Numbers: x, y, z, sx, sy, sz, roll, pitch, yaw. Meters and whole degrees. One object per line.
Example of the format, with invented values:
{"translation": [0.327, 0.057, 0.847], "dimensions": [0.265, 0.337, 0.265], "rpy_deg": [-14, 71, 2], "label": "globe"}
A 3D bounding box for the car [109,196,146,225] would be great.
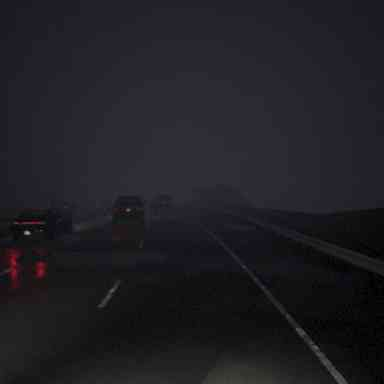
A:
{"translation": [-4.702, 1.315, 25.093], "dimensions": [2.150, 2.045, 5.566], "rpy_deg": [0, 0, -8], "label": "car"}

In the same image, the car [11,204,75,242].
{"translation": [-7.527, 1.609, 17.143], "dimensions": [2.128, 1.511, 4.902], "rpy_deg": [0, 0, -6], "label": "car"}

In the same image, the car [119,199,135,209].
{"translation": [-9.860, 1.757, 50.453], "dimensions": [1.994, 1.385, 4.181], "rpy_deg": [-1, 0, -16], "label": "car"}

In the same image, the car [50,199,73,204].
{"translation": [-13.326, 1.565, 33.964], "dimensions": [2.097, 1.767, 4.553], "rpy_deg": [-1, 0, -11], "label": "car"}

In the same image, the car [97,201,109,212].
{"translation": [-11.073, 1.798, 42.415], "dimensions": [1.895, 1.301, 4.718], "rpy_deg": [-1, 0, -14], "label": "car"}

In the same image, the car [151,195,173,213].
{"translation": [-3.594, 1.322, 39.245], "dimensions": [2.150, 2.045, 5.566], "rpy_deg": [0, 0, -12], "label": "car"}

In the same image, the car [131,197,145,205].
{"translation": [-10.380, 1.724, 64.007], "dimensions": [1.837, 1.490, 4.892], "rpy_deg": [0, 0, -19], "label": "car"}
